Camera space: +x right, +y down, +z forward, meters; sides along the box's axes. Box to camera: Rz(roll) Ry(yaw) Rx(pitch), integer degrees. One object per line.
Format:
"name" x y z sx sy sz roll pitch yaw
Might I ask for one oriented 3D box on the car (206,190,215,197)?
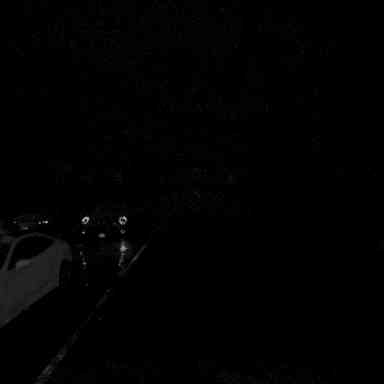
"car" 4.520 0.349 80.262 2.097 1.767 4.553 0 1 4

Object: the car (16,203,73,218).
"car" -7.204 1.315 16.819 2.128 1.511 4.902 0 1 0

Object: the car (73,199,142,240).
"car" -3.698 1.176 15.892 2.097 1.767 4.553 0 1 0

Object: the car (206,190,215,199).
"car" 3.911 0.711 69.667 2.033 1.411 5.357 0 1 3

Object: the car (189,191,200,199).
"car" 0.415 0.774 69.824 1.895 1.301 4.718 0 1 3

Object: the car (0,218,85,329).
"car" -3.635 1.465 5.950 1.812 1.442 4.674 0 1 0

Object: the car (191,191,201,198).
"car" 1.004 0.513 80.131 2.128 1.511 4.902 0 1 4
